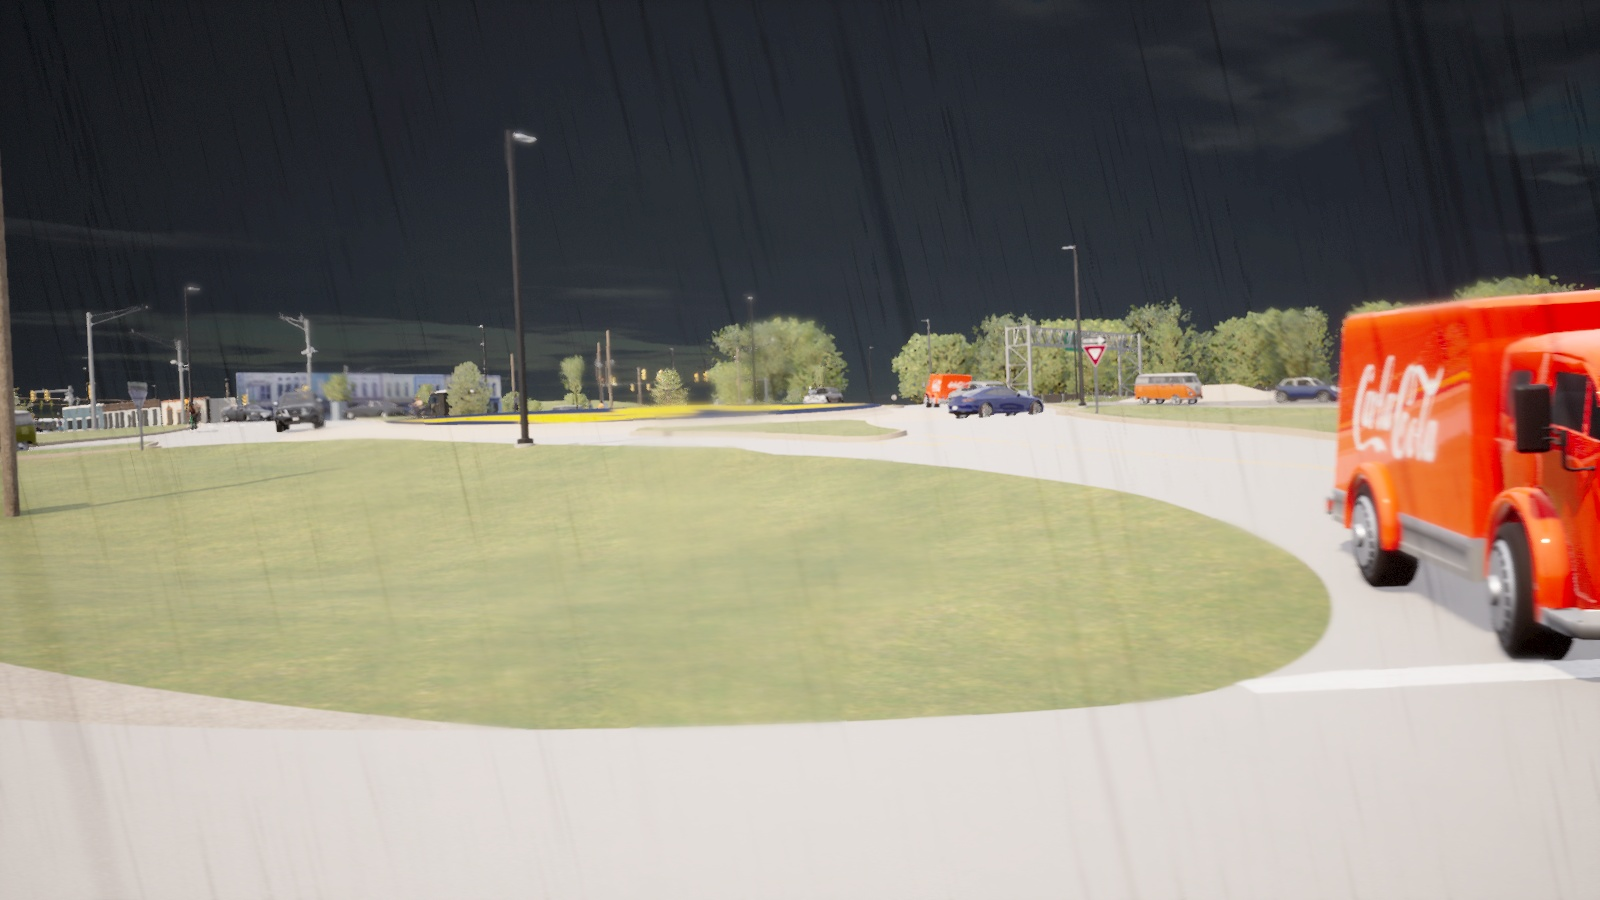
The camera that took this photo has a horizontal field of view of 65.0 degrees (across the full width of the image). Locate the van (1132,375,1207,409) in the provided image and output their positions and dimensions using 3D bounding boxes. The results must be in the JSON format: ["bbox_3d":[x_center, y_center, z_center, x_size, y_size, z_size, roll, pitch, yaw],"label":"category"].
[{"bbox_3d":[23.057,-3.641,78.495,1.775,1.987,4.442,-3,4,-33],"label":"van"}]

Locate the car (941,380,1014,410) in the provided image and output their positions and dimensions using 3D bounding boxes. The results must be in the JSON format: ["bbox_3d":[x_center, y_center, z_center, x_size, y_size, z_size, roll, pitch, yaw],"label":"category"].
[{"bbox_3d":[10.494,-3.264,74.420,2.242,1.667,4.611,-2,4,-23],"label":"car"}]

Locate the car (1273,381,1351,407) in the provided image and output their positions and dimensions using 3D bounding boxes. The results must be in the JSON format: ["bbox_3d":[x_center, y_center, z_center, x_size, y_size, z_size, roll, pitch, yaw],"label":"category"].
[{"bbox_3d":[30.626,-3.373,75.160,3.806,1.475,1.970,2,5,45],"label":"car"}]

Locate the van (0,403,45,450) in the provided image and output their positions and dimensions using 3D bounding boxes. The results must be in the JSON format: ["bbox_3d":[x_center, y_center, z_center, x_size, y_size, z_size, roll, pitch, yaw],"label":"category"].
[{"bbox_3d":[-36.800,-0.929,56.401,1.775,1.987,4.442,-1,6,33],"label":"van"}]

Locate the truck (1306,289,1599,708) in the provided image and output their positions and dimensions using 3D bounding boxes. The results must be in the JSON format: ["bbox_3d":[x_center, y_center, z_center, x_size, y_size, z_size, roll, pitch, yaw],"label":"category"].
[{"bbox_3d":[5.966,0.065,9.776,2.627,2.467,5.204,-2,4,9],"label":"truck"}]

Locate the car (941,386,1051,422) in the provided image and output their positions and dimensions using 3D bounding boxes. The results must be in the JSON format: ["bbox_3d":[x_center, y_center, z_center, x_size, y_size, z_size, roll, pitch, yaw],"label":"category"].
[{"bbox_3d":[8.749,-2.048,55.906,4.674,1.442,1.812,-3,1,-31],"label":"car"}]

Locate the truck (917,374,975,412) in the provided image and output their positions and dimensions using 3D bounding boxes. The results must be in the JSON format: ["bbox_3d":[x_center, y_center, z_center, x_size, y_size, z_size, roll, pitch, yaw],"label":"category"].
[{"bbox_3d":[10.258,-4.048,88.690,2.627,2.467,5.204,2,3,-9],"label":"truck"}]

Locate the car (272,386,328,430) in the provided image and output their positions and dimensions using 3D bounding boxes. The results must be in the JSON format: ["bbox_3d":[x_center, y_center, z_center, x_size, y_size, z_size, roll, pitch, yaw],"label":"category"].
[{"bbox_3d":[-26.660,-2.290,67.089,2.150,2.045,5.566,-4,5,-17],"label":"car"}]
